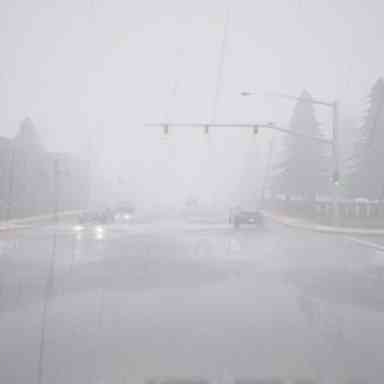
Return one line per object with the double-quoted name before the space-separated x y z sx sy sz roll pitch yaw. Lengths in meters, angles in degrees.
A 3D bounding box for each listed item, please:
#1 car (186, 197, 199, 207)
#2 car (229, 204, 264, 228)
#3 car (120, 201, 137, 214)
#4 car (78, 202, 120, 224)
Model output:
"car" 0.010 1.543 52.940 1.882 1.535 5.008 0 0 0
"car" 3.604 1.553 22.456 1.812 1.442 4.674 0 0 0
"car" -7.081 1.608 35.326 1.994 1.385 4.181 0 0 0
"car" -7.091 1.558 25.302 1.812 1.442 4.674 0 0 0
